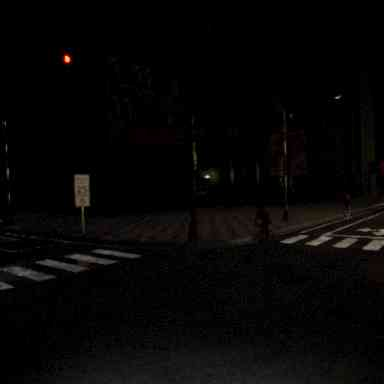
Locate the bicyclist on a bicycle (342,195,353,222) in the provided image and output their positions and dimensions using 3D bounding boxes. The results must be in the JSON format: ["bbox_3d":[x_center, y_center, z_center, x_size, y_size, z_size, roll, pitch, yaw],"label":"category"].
[{"bbox_3d":[10.113,1.070,21.737,0.659,1.776,1.843,-1,0,39],"label":"bicyclist on a bicycle"}]

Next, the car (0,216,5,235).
[{"bbox_3d":[-12.426,1.662,18.971,4.097,1.590,1.967,-1,1,38],"label":"car"}]

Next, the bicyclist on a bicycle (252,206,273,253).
[{"bbox_3d":[2.614,1.349,12.225,0.582,1.620,1.656,-1,1,38],"label":"bicyclist on a bicycle"}]
